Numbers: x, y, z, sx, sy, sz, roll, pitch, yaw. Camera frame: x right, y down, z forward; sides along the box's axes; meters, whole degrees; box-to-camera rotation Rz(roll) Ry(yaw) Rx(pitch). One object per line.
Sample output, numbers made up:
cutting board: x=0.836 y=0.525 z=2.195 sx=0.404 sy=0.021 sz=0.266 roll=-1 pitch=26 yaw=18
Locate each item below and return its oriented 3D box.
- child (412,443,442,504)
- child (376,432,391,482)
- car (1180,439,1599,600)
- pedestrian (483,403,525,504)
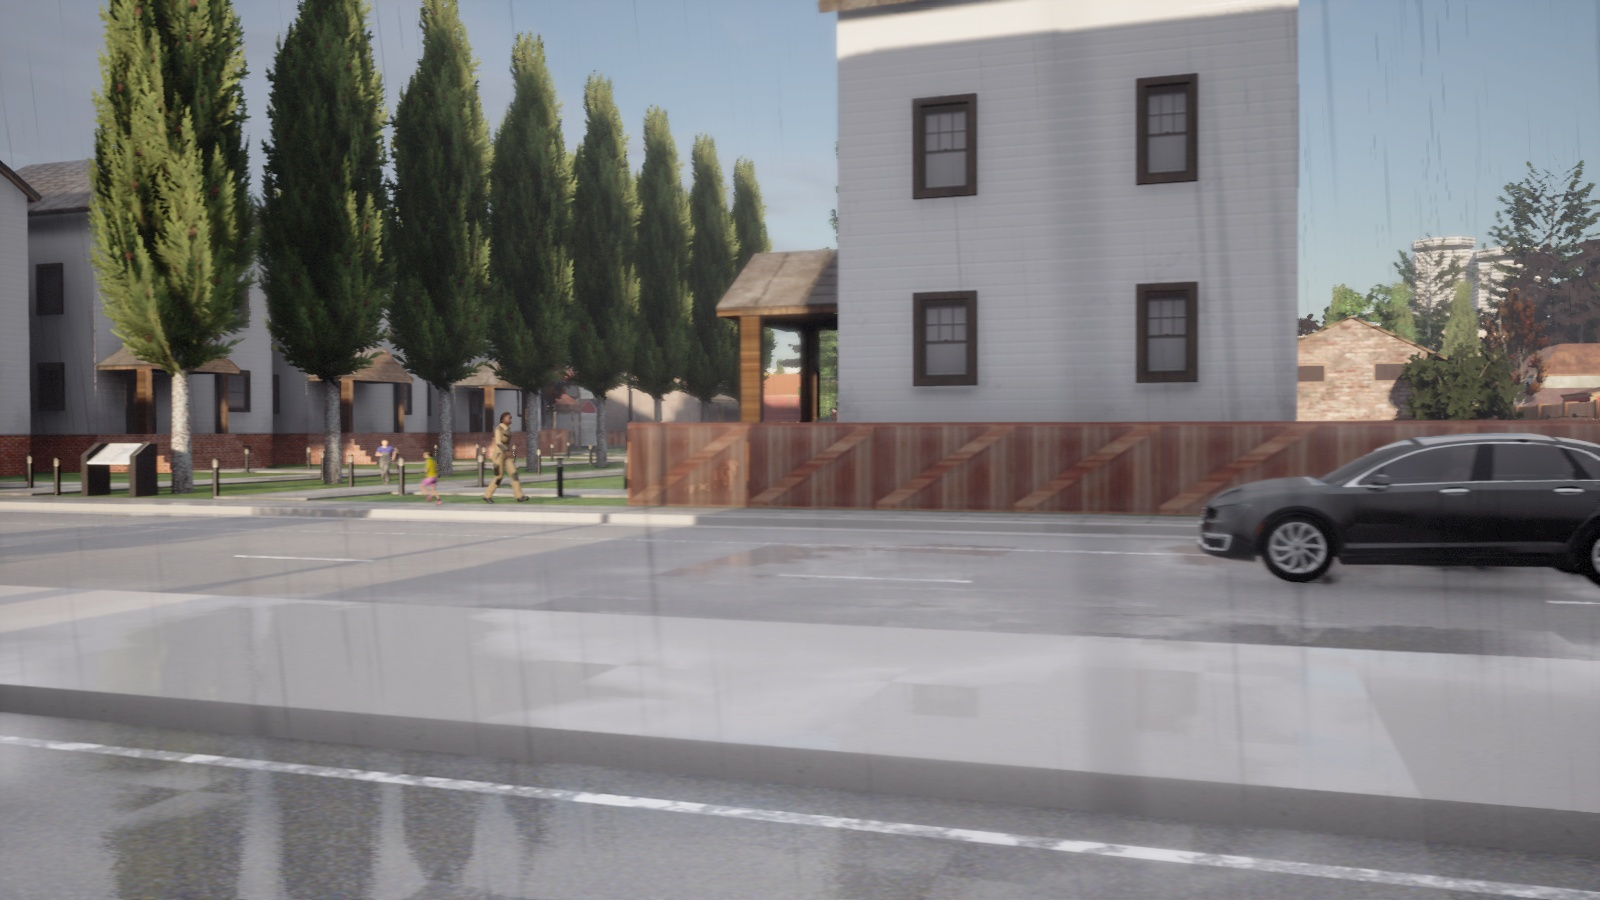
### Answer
child: x=-7.215 y=0.444 z=24.269 sx=0.473 sy=1.160 sz=0.299 roll=1 pitch=1 yaw=24
child: x=-10.434 y=0.170 z=31.444 sx=0.270 sy=1.263 sz=0.437 roll=0 pitch=1 yaw=-6
car: x=6.562 y=0.646 z=13.126 sx=4.892 sy=1.490 sz=1.837 roll=1 pitch=1 yaw=19
pedestrian: x=-5.730 y=0.070 z=24.305 sx=0.692 sy=1.930 sz=0.396 roll=1 pitch=1 yaw=24
